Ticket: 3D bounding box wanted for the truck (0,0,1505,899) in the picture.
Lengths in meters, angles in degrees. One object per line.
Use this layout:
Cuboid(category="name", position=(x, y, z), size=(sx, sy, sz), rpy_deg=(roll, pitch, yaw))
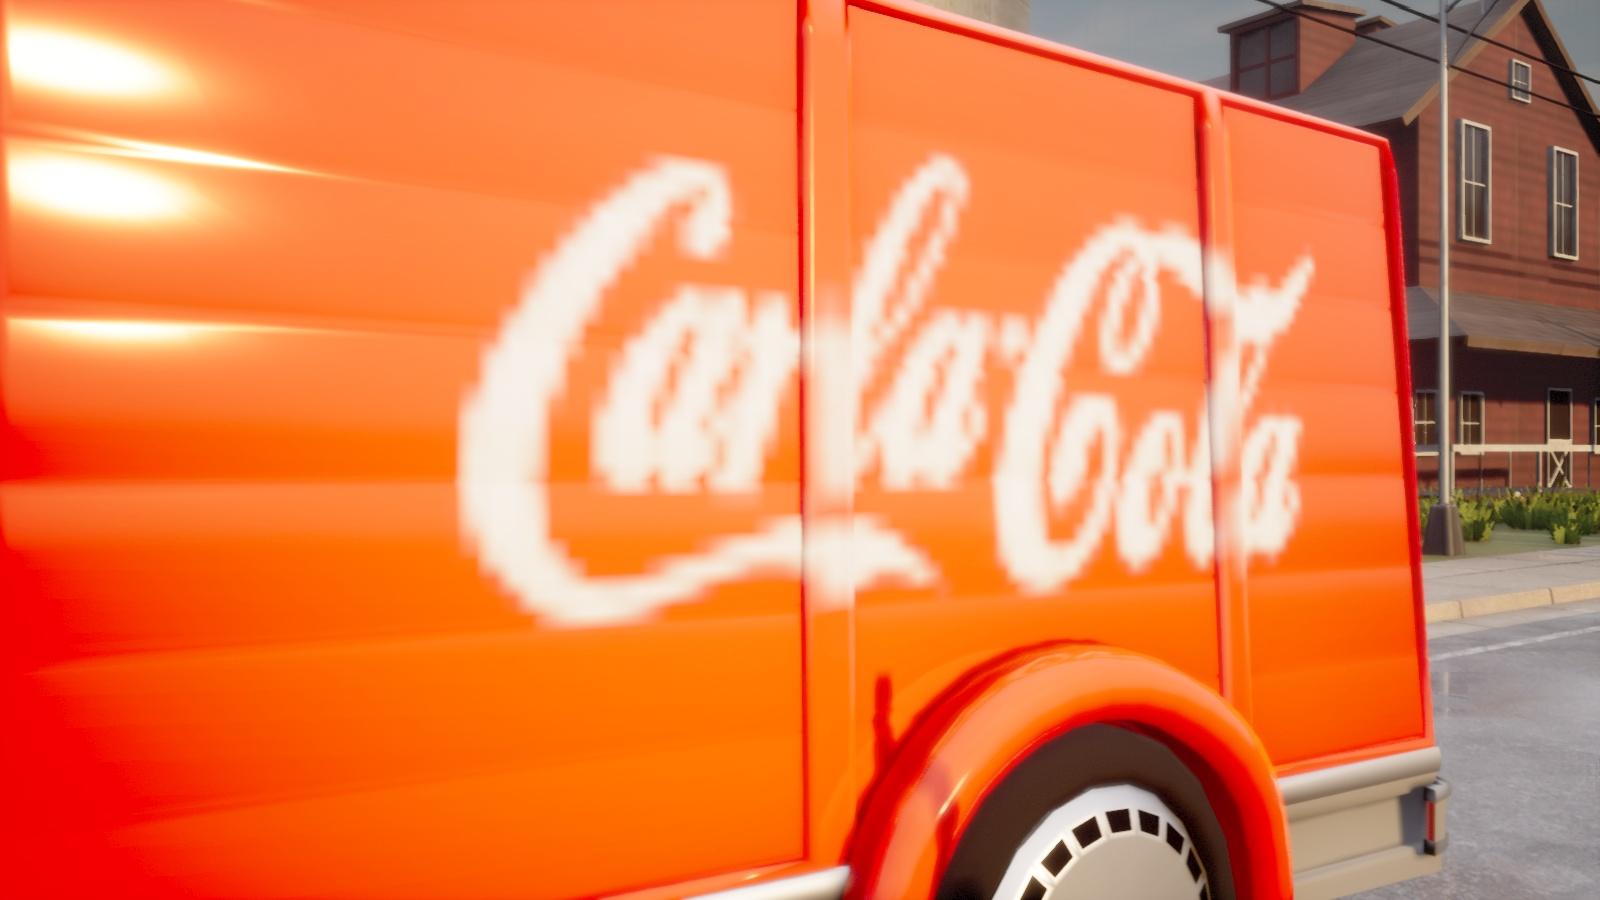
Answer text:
Cuboid(category="truck", position=(-1.082, 0.274, 2.871), size=(5.204, 2.467, 2.627), rpy_deg=(0, 0, -34))
